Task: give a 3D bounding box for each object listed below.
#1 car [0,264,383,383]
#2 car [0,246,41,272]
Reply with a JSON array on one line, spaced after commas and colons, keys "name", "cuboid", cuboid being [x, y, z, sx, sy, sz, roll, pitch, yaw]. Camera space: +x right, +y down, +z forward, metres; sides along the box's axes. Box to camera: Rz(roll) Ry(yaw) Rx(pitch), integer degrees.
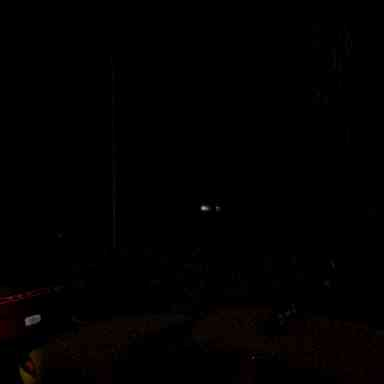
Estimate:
[{"name": "car", "cuboid": [0.466, 1.536, 2.634, 4.829, 1.417, 1.752, -1, -1, 36]}, {"name": "car", "cuboid": [-3.957, 1.612, 5.789, 4.507, 1.381, 1.887, -1, -1, 36]}]
